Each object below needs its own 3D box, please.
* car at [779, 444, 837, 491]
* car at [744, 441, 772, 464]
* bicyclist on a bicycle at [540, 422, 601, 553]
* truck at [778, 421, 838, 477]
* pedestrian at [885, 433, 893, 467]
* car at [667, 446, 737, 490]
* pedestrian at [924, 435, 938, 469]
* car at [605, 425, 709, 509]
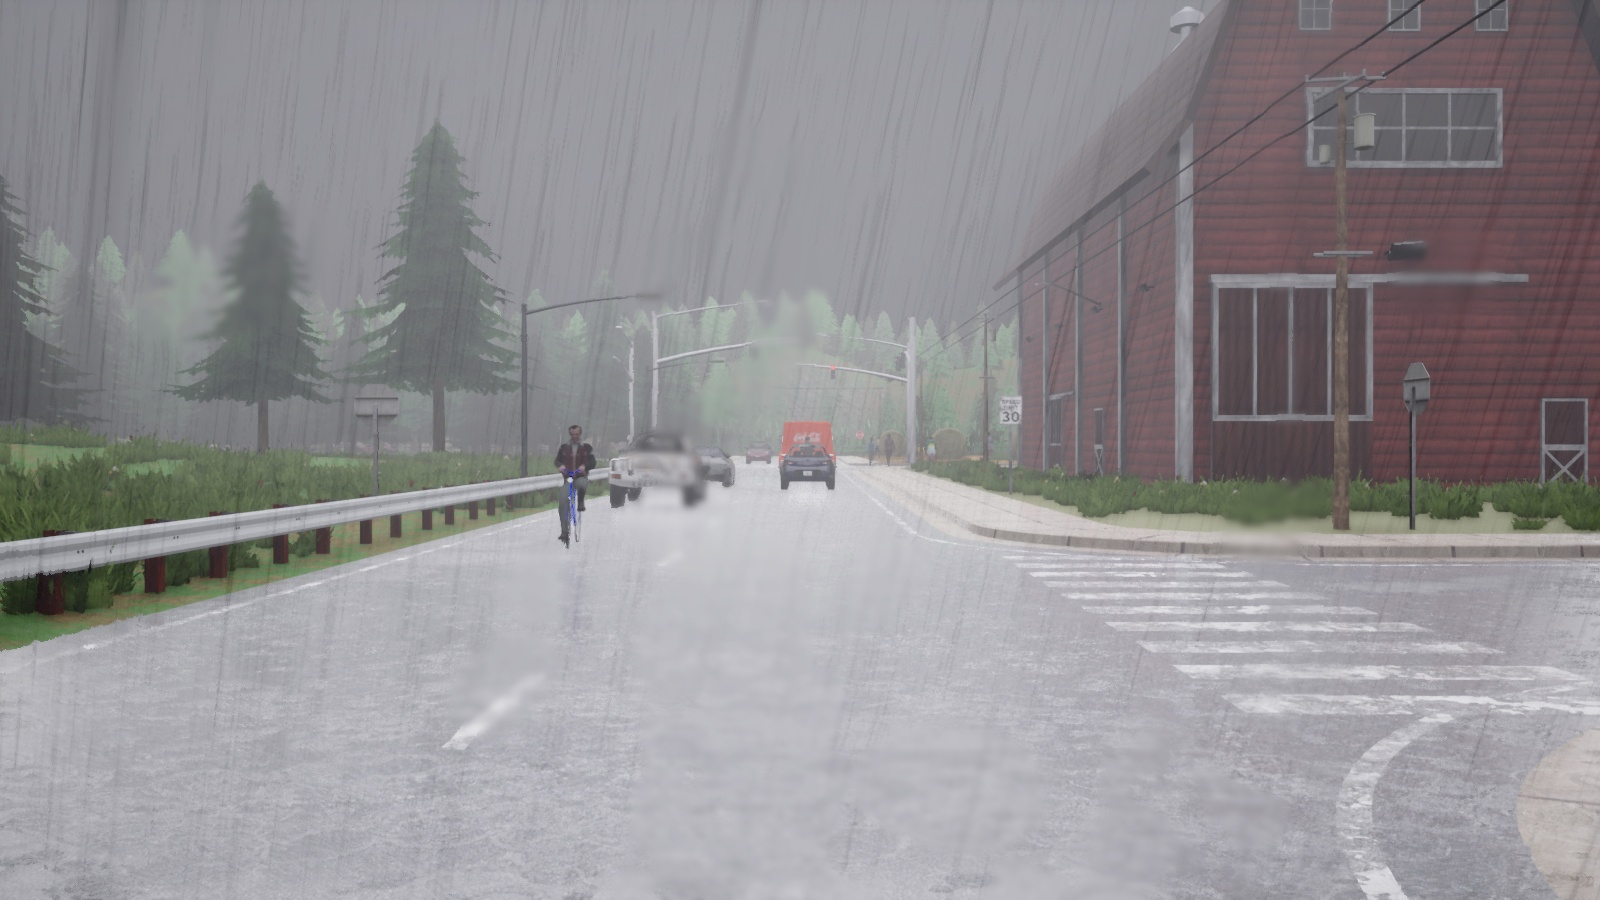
[{"bbox_3d":[0.253,0.526,41.552,1.816,1.474,4.193,0,0,0],"label":"car"},{"bbox_3d":[-2.968,0.133,90.321,1.851,1.617,3.988,0,0,0],"label":"car"},{"bbox_3d":[-3.281,0.512,18.087,0.659,1.776,1.843,1,0,-4],"label":"bicyclist on a bicycle"},{"bbox_3d":[0.345,-0.065,57.582,2.627,2.467,5.204,0,0,0],"label":"truck"},{"bbox_3d":[4.837,-0.005,68.127,0.328,1.805,0.869,0,0,10],"label":"pedestrian"},{"bbox_3d":[-3.243,0.569,42.292,1.994,1.385,4.181,0,0,0],"label":"car"},{"bbox_3d":[7.697,0.112,73.773,0.659,1.952,0.873,0,0,-4],"label":"pedestrian"},{"bbox_3d":[-3.314,0.395,29.921,1.932,1.855,4.605,0,0,0],"label":"car"}]
